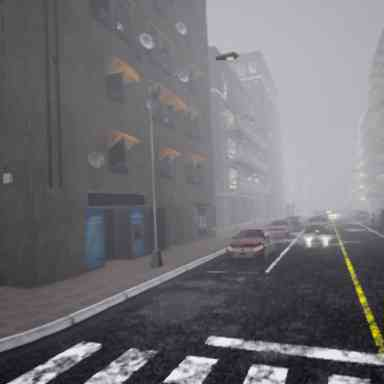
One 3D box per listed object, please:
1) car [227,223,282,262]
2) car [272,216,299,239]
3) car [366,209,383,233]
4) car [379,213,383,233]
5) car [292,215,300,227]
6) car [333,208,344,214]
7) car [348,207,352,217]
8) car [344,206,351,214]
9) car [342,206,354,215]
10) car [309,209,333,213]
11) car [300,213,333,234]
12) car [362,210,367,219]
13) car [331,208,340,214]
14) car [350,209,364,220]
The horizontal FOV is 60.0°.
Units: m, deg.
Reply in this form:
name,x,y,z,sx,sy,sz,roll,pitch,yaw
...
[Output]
name,x,y,z,sx,sy,sz,roll,pitch,yaw
car,2.851,2.370,15.500,1.802,1.307,4.206,-4,-4,22
car,6.574,2.741,24.700,1.802,1.307,4.206,-4,-4,22
car,15.809,2.201,26.690,2.192,1.841,5.009,-4,-4,22
car,13.698,2.218,21.429,1.887,1.381,4.507,-4,-4,22
car,10.810,3.148,35.171,1.947,1.339,4.313,-4,-4,22
car,33.427,4.524,76.896,1.895,1.301,4.718,-4,-4,22
car,26.439,3.497,52.911,1.887,1.381,4.507,-5,-4,22
car,30.686,3.932,63.404,2.008,1.369,4.403,-5,-4,22
car,37.065,4.340,79.151,2.192,1.841,5.009,-5,-4,22
car,16.581,2.964,42.639,2.033,1.411,5.357,-4,-4,22
car,10.585,2.729,28.026,2.033,1.411,5.357,-4,-4,22
car,17.945,2.649,31.923,2.008,1.369,4.403,-4,-4,22
car,37.252,4.818,86.366,1.812,1.442,4.674,-4,-4,22
car,24.316,3.304,47.662,1.947,1.339,4.313,-5,-4,22
